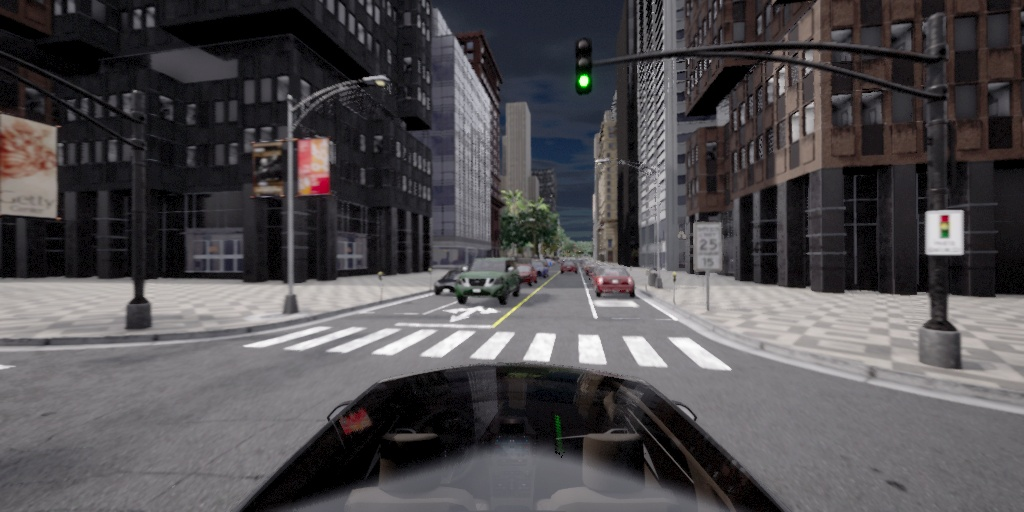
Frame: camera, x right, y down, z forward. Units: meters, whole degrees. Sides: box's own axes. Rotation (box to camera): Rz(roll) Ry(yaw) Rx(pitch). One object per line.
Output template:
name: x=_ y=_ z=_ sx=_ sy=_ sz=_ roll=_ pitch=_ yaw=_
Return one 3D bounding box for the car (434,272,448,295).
car: x=-3.027 y=1.451 z=20.802 sx=1.948 sy=1.339 sz=4.313 roll=0 pitch=0 yaw=10

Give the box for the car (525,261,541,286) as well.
car: x=0.813 y=1.384 z=27.091 sx=1.882 sy=1.535 sz=5.008 roll=0 pitch=0 yaw=11

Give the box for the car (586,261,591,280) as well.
car: x=6.318 y=1.296 z=24.643 sx=1.967 sy=1.591 sz=4.097 roll=0 pitch=0 yaw=10

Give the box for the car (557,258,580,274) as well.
car: x=7.334 y=1.355 z=46.094 sx=2.097 sy=1.767 sz=4.553 roll=0 pitch=0 yaw=10

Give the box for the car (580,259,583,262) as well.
car: x=12.989 y=1.529 z=62.026 sx=1.967 sy=1.591 sz=4.097 roll=0 pitch=0 yaw=10

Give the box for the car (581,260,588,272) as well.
car: x=9.177 y=1.498 z=40.664 sx=1.888 sy=1.381 sz=4.507 roll=0 pitch=0 yaw=10

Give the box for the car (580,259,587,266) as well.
car: x=11.113 y=1.545 z=51.512 sx=1.751 sy=1.417 sz=4.829 roll=0 pitch=0 yaw=10

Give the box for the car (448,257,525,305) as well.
car: x=-0.957 y=1.071 z=17.260 sx=2.150 sy=2.045 sz=5.566 roll=0 pitch=0 yaw=10

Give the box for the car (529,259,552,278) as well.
car: x=2.585 y=1.315 z=36.688 sx=2.097 sy=1.767 sz=4.553 roll=0 pitch=0 yaw=11

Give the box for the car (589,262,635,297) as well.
car: x=5.365 y=1.265 z=19.302 sx=1.967 sy=1.591 sz=4.097 roll=0 pitch=0 yaw=10
